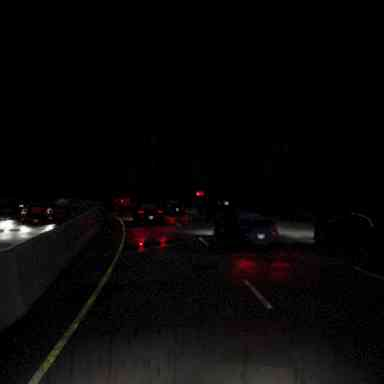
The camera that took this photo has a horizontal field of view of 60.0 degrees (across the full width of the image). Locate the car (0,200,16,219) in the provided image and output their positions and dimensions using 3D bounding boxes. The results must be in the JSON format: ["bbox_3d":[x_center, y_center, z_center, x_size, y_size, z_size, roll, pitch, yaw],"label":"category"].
[{"bbox_3d":[-15.577,1.429,27.623,2.128,1.511,4.902,0,0,-19],"label":"car"}]

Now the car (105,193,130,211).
[{"bbox_3d":[-8.922,1.088,39.698,2.150,2.045,5.566,0,0,-24],"label":"car"}]

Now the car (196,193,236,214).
[{"bbox_3d":[2.113,1.066,30.454,2.150,2.045,5.566,0,0,-17],"label":"car"}]

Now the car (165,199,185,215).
[{"bbox_3d":[-2.065,1.383,31.885,1.812,1.442,4.674,0,0,-19],"label":"car"}]

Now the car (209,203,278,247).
[{"bbox_3d":[2.223,1.442,14.581,1.812,1.442,4.674,0,0,-8],"label":"car"}]

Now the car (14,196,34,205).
[{"bbox_3d":[-30.266,1.508,59.862,2.033,1.411,5.357,-1,0,-41],"label":"car"}]

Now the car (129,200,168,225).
[{"bbox_3d":[-3.124,1.423,23.163,1.812,1.442,4.674,0,0,-14],"label":"car"}]

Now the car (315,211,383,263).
[{"bbox_3d":[6.128,1.410,11.746,2.128,1.511,4.902,0,0,-7],"label":"car"}]

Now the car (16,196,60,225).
[{"bbox_3d":[-10.712,1.278,23.693,2.097,1.767,4.553,0,0,-16],"label":"car"}]
